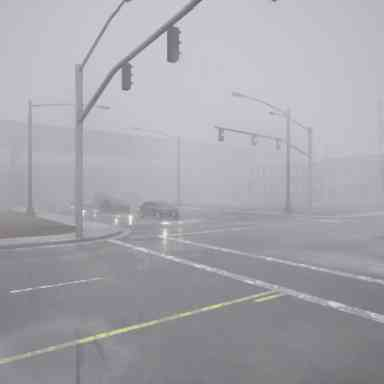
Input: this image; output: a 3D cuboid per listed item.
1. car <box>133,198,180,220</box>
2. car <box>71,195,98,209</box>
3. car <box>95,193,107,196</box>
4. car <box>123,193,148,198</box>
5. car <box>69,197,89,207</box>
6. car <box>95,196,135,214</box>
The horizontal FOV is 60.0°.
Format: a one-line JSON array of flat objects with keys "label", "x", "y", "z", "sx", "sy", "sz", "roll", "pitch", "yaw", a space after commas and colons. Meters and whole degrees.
[{"label": "car", "x": -2.878, "y": 1.505, "z": 28.436, "sx": 1.837, "sy": 1.490, "sz": 4.892, "roll": 0, "pitch": 0, "yaw": -36}, {"label": "car", "x": -14.259, "y": 1.526, "z": 44.295, "sx": 1.812, "sy": 1.442, "sz": 4.674, "roll": 0, "pitch": 0, "yaw": -32}, {"label": "car", "x": -14.803, "y": 1.216, "z": 54.149, "sx": 2.150, "sy": 2.045, "sz": 5.566, "roll": 0, "pitch": -1, "yaw": -13}, {"label": "car", "x": -12.210, "y": 1.222, "z": 69.352, "sx": 2.150, "sy": 2.045, "sz": 5.566, "roll": 0, "pitch": 0, "yaw": 30}, {"label": "car", "x": -18.304, "y": 1.547, "z": 54.173, "sx": 2.033, "sy": 1.411, "sz": 5.357, "roll": 0, "pitch": 0, "yaw": -8}, {"label": "car", "x": -8.458, "y": 1.478, "z": 36.008, "sx": 1.882, "sy": 1.535, "sz": 5.008, "roll": 0, "pitch": 0, "yaw": -36}]
